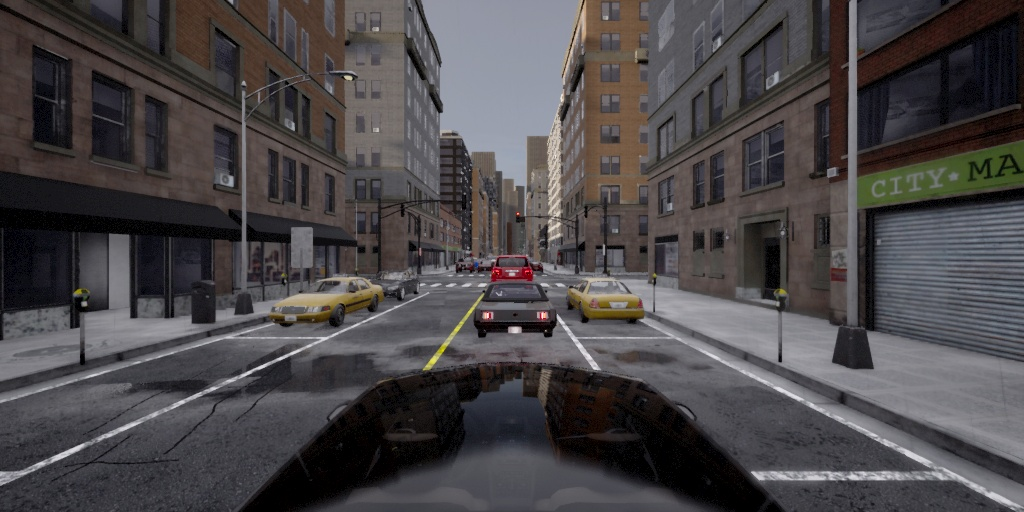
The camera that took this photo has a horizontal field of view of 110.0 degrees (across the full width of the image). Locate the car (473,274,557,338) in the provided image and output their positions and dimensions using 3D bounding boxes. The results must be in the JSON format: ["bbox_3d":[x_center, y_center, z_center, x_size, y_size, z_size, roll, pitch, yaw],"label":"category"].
[{"bbox_3d":[0.083,1.351,10.166,1.895,1.301,4.718,0,0,0],"label":"car"}]

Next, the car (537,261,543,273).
[{"bbox_3d":[2.865,1.308,44.056,1.888,1.381,4.507,0,0,0],"label":"car"}]

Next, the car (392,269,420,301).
[{"bbox_3d":[-5.665,1.302,17.284,2.007,1.370,4.403,0,0,0],"label":"car"}]

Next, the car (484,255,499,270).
[{"bbox_3d":[-3.093,0.984,56.251,2.150,2.045,5.566,0,1,-1],"label":"car"}]

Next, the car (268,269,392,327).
[{"bbox_3d":[-5.666,1.276,11.589,1.751,1.417,4.829,0,0,0],"label":"car"}]

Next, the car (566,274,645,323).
[{"bbox_3d":[2.859,1.276,11.927,1.751,1.417,4.829,0,0,0],"label":"car"}]

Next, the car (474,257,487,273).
[{"bbox_3d":[-3.092,1.241,43.632,1.882,1.535,5.008,0,0,0],"label":"car"}]

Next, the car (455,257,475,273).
[{"bbox_3d":[-5.660,1.078,44.058,2.192,1.841,5.009,0,0,0],"label":"car"}]

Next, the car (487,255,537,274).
[{"bbox_3d":[0.004,0.974,19.936,2.150,2.045,5.566,0,0,0],"label":"car"}]
